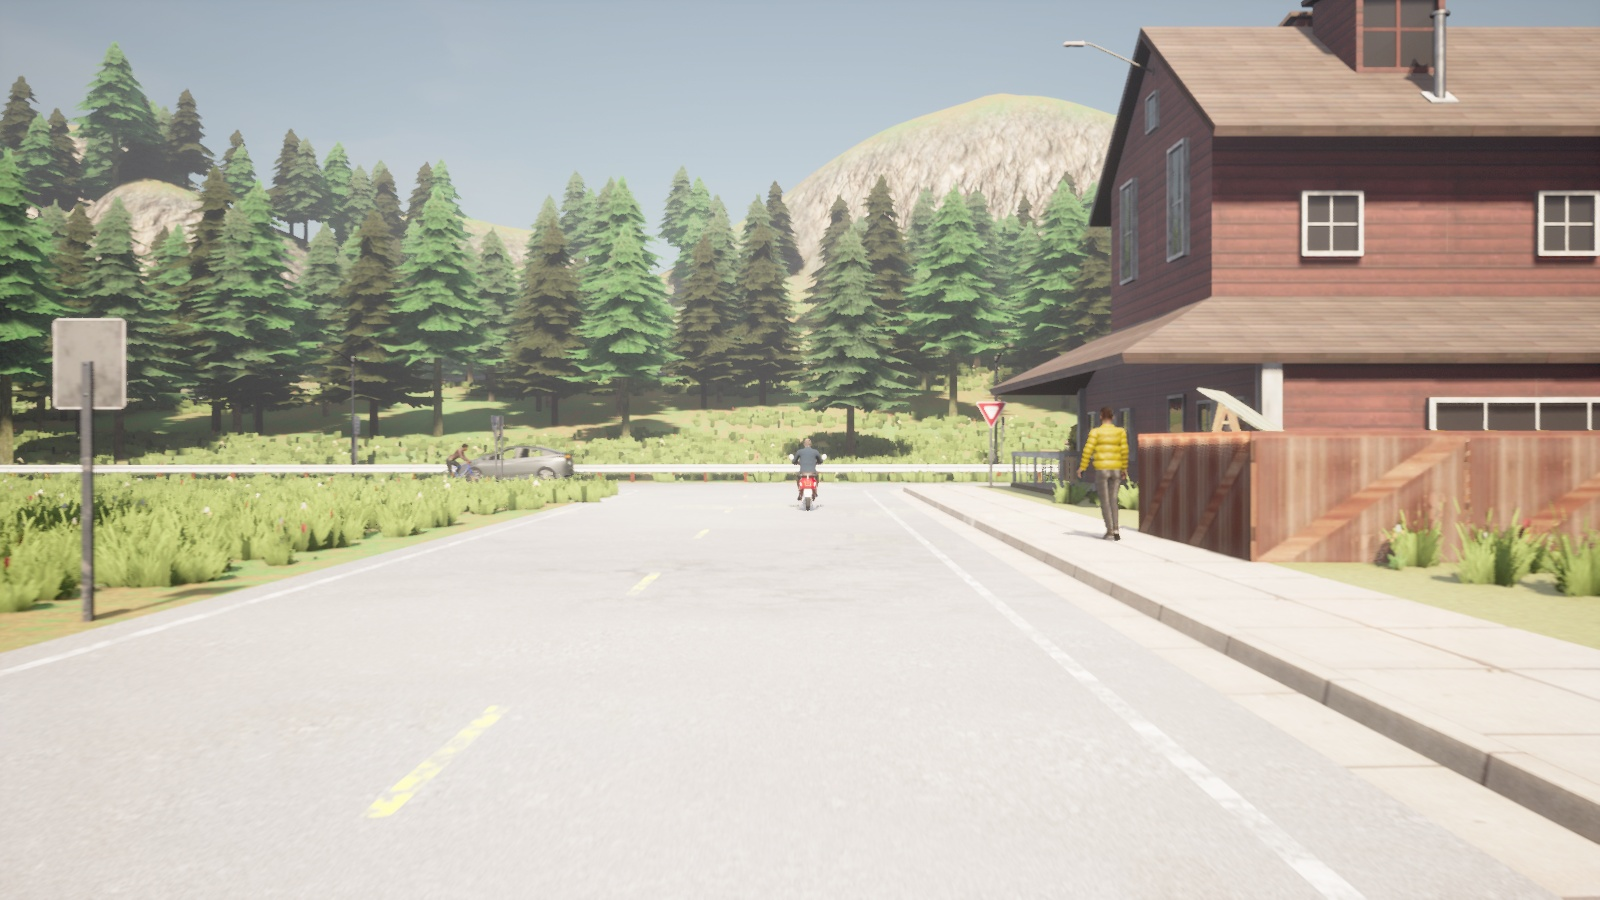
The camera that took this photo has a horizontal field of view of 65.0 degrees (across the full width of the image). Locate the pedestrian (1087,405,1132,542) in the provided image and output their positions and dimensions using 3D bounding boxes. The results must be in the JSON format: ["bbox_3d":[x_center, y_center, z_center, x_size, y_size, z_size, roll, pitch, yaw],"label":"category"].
[{"bbox_3d":[4.238,0.308,17.220,0.431,1.840,0.709,0,0,0],"label":"pedestrian"}]

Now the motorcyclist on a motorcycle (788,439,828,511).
[{"bbox_3d":[0.177,0.540,28.439,0.866,1.590,1.817,0,0,0],"label":"motorcyclist on a motorcycle"}]

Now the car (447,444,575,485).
[{"bbox_3d":[-11.200,0.549,48.859,4.514,1.525,2.007,0,0,2],"label":"car"}]
